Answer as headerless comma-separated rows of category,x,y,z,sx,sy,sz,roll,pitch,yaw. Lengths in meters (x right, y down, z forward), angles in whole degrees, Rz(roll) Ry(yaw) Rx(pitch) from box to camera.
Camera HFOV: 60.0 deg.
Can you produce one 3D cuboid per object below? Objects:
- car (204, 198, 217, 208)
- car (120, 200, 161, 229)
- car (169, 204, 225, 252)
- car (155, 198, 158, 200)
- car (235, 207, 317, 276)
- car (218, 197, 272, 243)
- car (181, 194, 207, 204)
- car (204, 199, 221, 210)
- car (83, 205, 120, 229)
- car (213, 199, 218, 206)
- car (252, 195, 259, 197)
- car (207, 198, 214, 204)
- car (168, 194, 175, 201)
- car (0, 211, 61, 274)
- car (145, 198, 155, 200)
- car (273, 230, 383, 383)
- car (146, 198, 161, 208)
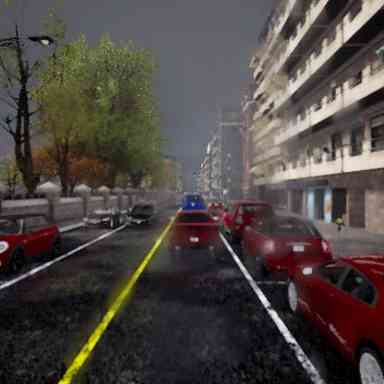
car,2.693,1.581,49.926,1.752,1.417,4.829,0,0,0
car,-3.099,1.523,21.783,1.837,1.490,4.892,0,0,0
car,0.095,1.489,13.909,1.882,1.535,5.008,0,0,0
car,-5.687,1.597,44.124,2.008,1.369,4.403,0,0,0
car,2.690,1.449,10.342,1.967,1.590,4.097,0,0,0
car,2.689,1.328,15.973,2.192,1.841,5.009,0,0,0
car,0.101,1.252,33.103,2.150,2.045,5.566,0,0,0
car,2.693,1.612,44.125,1.947,1.339,4.313,0,0,0
car,-5.689,1.569,21.604,2.008,1.369,4.403,0,0,0
car,2.691,1.458,21.604,1.967,1.590,4.097,0,0,0
car,14.622,1.693,76.747,5.009,1.841,2.192,1,-1,0
car,2.692,1.478,38.494,1.967,1.590,4.097,0,0,0
car,-5.685,1.456,93.322,2.192,1.841,5.009,0,0,0
car,-5.691,1.449,10.342,1.967,1.590,4.097,0,0,0
car,-5.688,1.563,38.324,1.752,1.417,4.829,0,0,0
car,2.689,1.548,4.713,1.887,1.381,4.507,0,0,0
car,-5.687,1.581,49.585,1.752,1.417,4.829,0,0,0
